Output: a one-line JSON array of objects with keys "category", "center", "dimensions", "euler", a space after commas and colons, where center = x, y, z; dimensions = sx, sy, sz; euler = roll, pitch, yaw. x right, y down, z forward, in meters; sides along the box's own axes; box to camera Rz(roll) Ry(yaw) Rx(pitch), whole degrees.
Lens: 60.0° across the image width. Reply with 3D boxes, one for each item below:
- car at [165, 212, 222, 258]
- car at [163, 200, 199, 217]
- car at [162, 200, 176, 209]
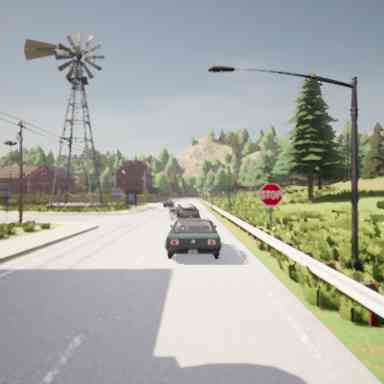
[{"category": "car", "center": [0.059, 1.680, 13.061], "dimensions": [1.895, 1.301, 4.718], "euler": [0, 0, 0]}, {"category": "car", "center": [-0.763, 1.655, 27.109], "dimensions": [2.128, 1.511, 4.902], "euler": [0, 0, -15]}, {"category": "car", "center": [-3.563, 1.920, 53.010], "dimensions": [1.895, 1.301, 4.718], "euler": [0, 0, 0]}]
